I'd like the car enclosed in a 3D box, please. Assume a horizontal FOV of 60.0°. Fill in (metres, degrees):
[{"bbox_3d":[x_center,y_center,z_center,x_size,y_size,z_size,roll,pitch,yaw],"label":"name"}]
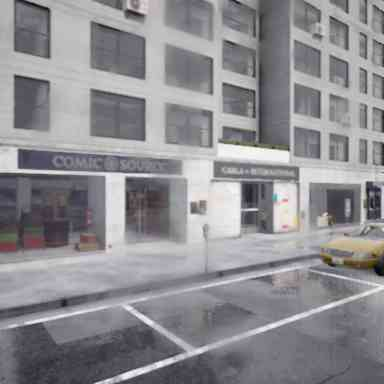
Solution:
[{"bbox_3d":[5.913,1.550,10.423,4.829,1.417,1.752,0,0,-36],"label":"car"}]
